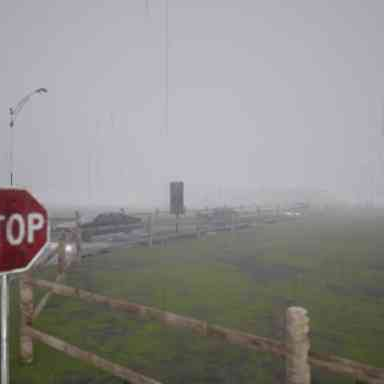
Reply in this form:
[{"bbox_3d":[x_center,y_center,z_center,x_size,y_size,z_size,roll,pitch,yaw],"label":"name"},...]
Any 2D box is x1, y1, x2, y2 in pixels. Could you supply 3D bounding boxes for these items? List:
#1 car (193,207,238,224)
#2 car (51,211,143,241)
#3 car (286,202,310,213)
[{"bbox_3d":[2.098,1.990,29.090,1.895,1.301,4.718,-1,-1,36],"label":"car"},{"bbox_3d":[-5.152,1.832,19.017,2.033,1.411,5.357,-1,-1,35],"label":"car"},{"bbox_3d":[14.944,2.139,46.719,2.033,1.411,5.357,-1,-1,37],"label":"car"}]
